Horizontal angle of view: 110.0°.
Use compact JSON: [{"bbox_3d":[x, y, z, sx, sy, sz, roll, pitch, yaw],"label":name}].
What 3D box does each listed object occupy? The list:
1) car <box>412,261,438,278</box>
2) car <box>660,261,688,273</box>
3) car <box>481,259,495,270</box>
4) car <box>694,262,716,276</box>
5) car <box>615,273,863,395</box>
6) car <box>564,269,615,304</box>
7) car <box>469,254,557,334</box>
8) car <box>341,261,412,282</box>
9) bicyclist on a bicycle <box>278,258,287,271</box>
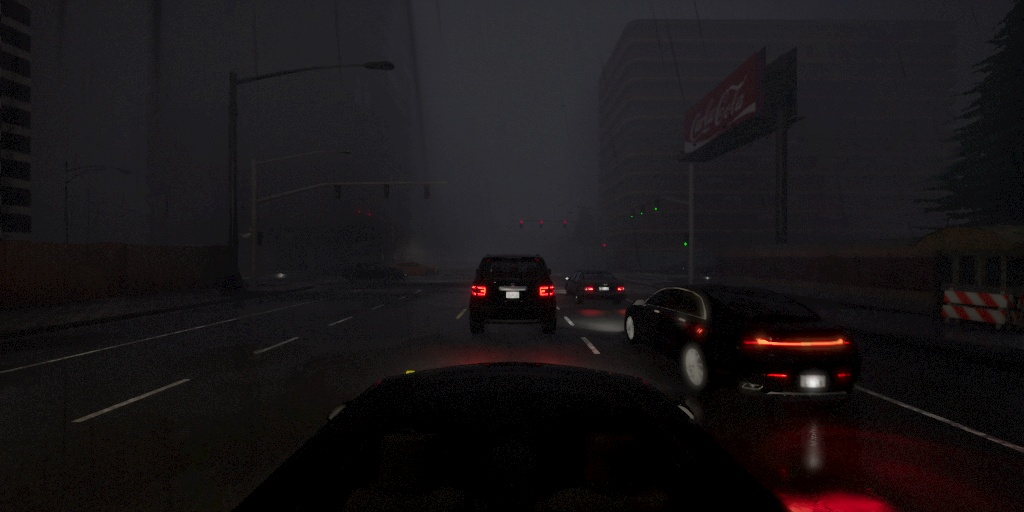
[{"bbox_3d":[-9.443,1.227,33.573,5.008,1.535,1.882,0,1,-19],"label":"car"},{"bbox_3d":[18.628,1.276,39.236,4.674,1.442,1.812,0,0,0],"label":"car"},{"bbox_3d":[-3.563,1.276,54.960,1.812,1.442,4.674,0,0,0],"label":"car"},{"bbox_3d":[21.311,1.228,35.751,5.008,1.535,1.882,0,0,0],"label":"car"},{"bbox_3d":[3.599,1.255,6.703,1.837,1.490,4.892,0,0,0],"label":"car"},{"bbox_3d":[3.588,1.297,16.222,2.033,1.411,5.357,0,0,0],"label":"car"},{"bbox_3d":[0.042,0.971,10.770,2.150,2.045,5.566,0,0,1],"label":"car"},{"bbox_3d":[-10.905,1.243,28.370,4.902,1.511,2.128,0,0,0],"label":"car"},{"bbox_3d":[-28.012,1.051,43.759,0.582,1.620,1.656,0,0,0],"label":"bicyclist on a bicycle"}]
